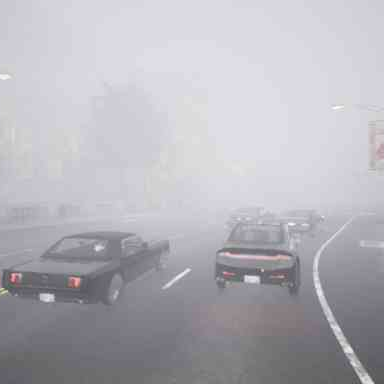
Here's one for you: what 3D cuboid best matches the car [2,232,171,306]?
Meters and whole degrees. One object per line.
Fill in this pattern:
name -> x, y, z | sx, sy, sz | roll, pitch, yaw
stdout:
car -> -2.055, 1.625, 8.165 | 1.895, 1.301, 4.718 | 0, 0, 14

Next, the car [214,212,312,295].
car -> 1.878, 1.520, 8.920 | 2.128, 1.511, 4.902 | 0, 0, 16

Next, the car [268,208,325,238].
car -> 6.046, 1.606, 18.276 | 2.033, 1.411, 5.357 | 0, 0, 29

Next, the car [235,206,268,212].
car -> 3.952, 1.615, 21.663 | 2.033, 1.411, 5.357 | 0, 0, 29
